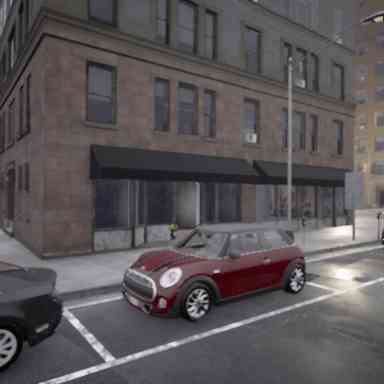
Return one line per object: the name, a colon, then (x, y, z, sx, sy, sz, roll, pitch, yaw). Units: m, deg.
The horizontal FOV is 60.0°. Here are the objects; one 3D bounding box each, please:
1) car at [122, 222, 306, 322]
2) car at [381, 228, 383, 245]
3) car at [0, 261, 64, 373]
car: (0.577, 1.451, 7.182, 4.097, 1.590, 1.967, 0, 0, -36)
car: (9.504, 1.480, 13.587, 4.097, 1.590, 1.967, 0, 0, -36)
car: (-3.886, 1.548, 3.981, 4.403, 1.369, 2.008, 0, 0, -36)
